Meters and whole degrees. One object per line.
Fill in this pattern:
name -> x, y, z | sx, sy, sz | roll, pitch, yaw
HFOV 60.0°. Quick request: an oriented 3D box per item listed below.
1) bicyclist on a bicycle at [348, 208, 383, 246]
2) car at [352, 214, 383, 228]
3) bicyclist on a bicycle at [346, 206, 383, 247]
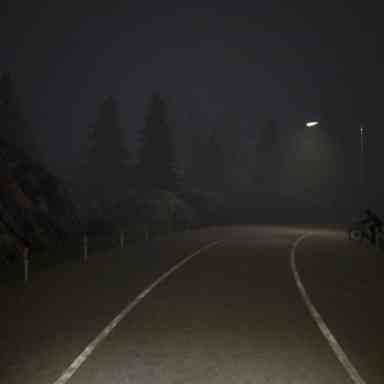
bicyclist on a bicycle -> 8.126, 1.616, 15.221 | 1.656, 1.620, 0.582 | 7, 7, 23
car -> 20.328, 3.317, 38.474 | 4.674, 1.442, 1.812 | 6, -3, -36
bicyclist on a bicycle -> 8.242, 1.595, 15.518 | 1.656, 1.620, 0.582 | 9, 0, 23
